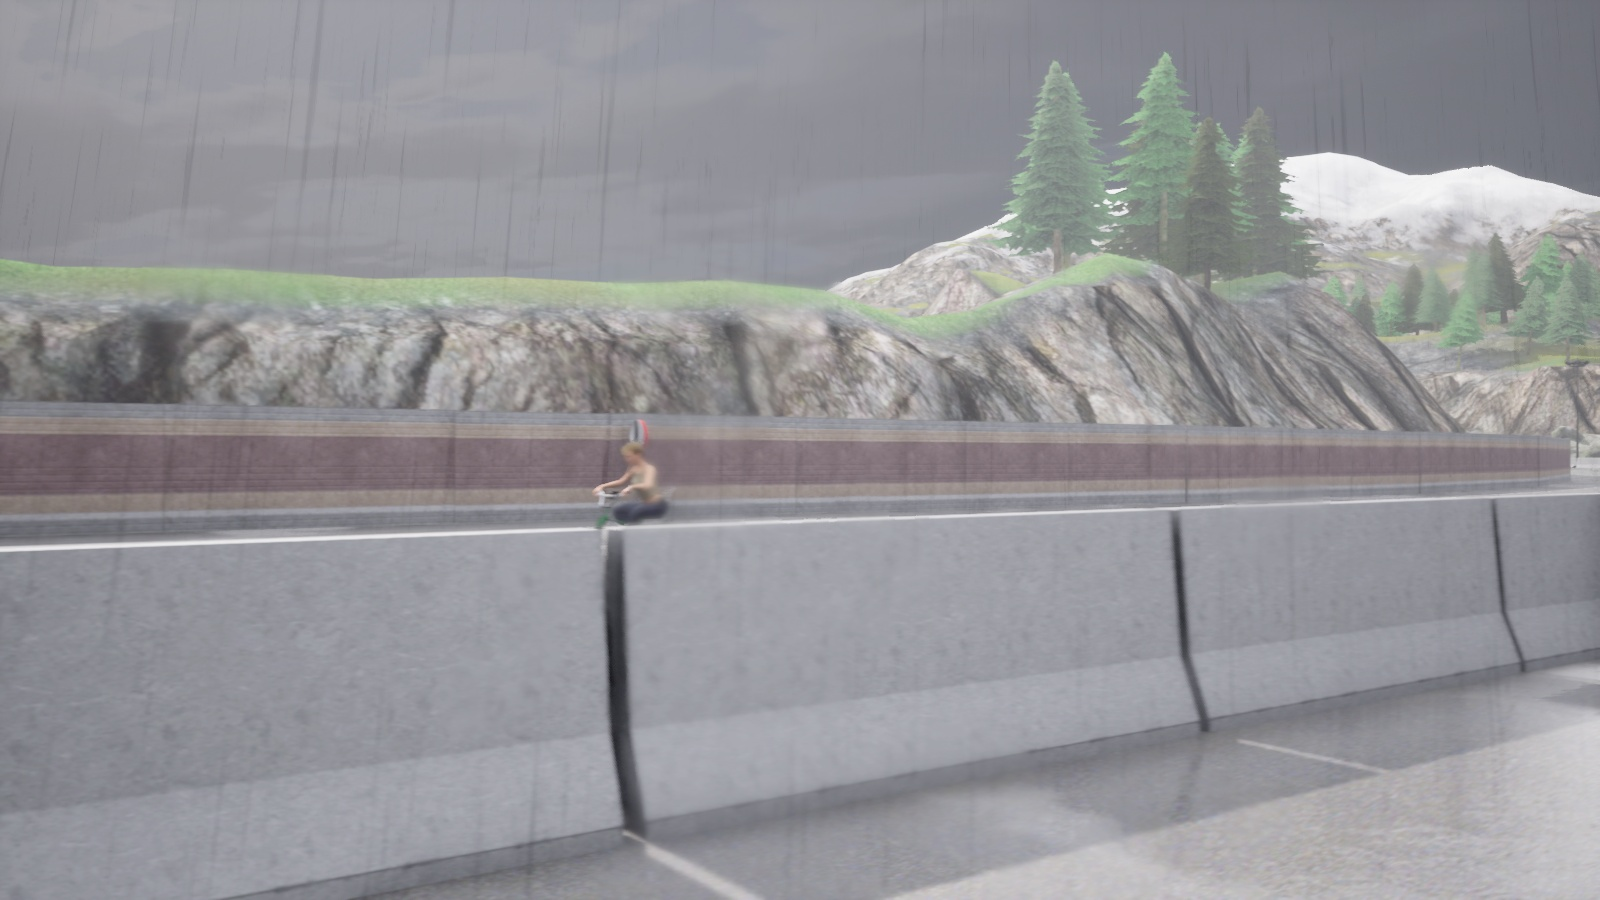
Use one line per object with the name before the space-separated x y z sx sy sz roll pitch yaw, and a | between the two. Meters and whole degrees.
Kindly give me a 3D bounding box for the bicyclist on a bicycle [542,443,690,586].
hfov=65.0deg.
bicyclist on a bicycle | -2.183 0.723 14.919 1.509 1.612 0.866 0 0 -35
